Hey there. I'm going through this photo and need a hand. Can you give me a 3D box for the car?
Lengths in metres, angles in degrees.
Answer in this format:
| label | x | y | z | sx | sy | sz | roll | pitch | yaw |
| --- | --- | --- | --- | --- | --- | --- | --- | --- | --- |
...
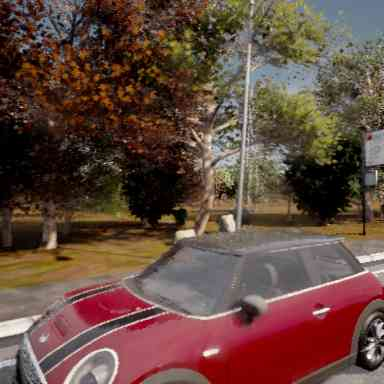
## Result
| label | x | y | z | sx | sy | sz | roll | pitch | yaw |
| --- | --- | --- | --- | --- | --- | --- | --- | --- | --- |
| car | 0.385 | 1.341 | 4.097 | 4.553 | 1.767 | 2.097 | 0 | 0 | -34 |
